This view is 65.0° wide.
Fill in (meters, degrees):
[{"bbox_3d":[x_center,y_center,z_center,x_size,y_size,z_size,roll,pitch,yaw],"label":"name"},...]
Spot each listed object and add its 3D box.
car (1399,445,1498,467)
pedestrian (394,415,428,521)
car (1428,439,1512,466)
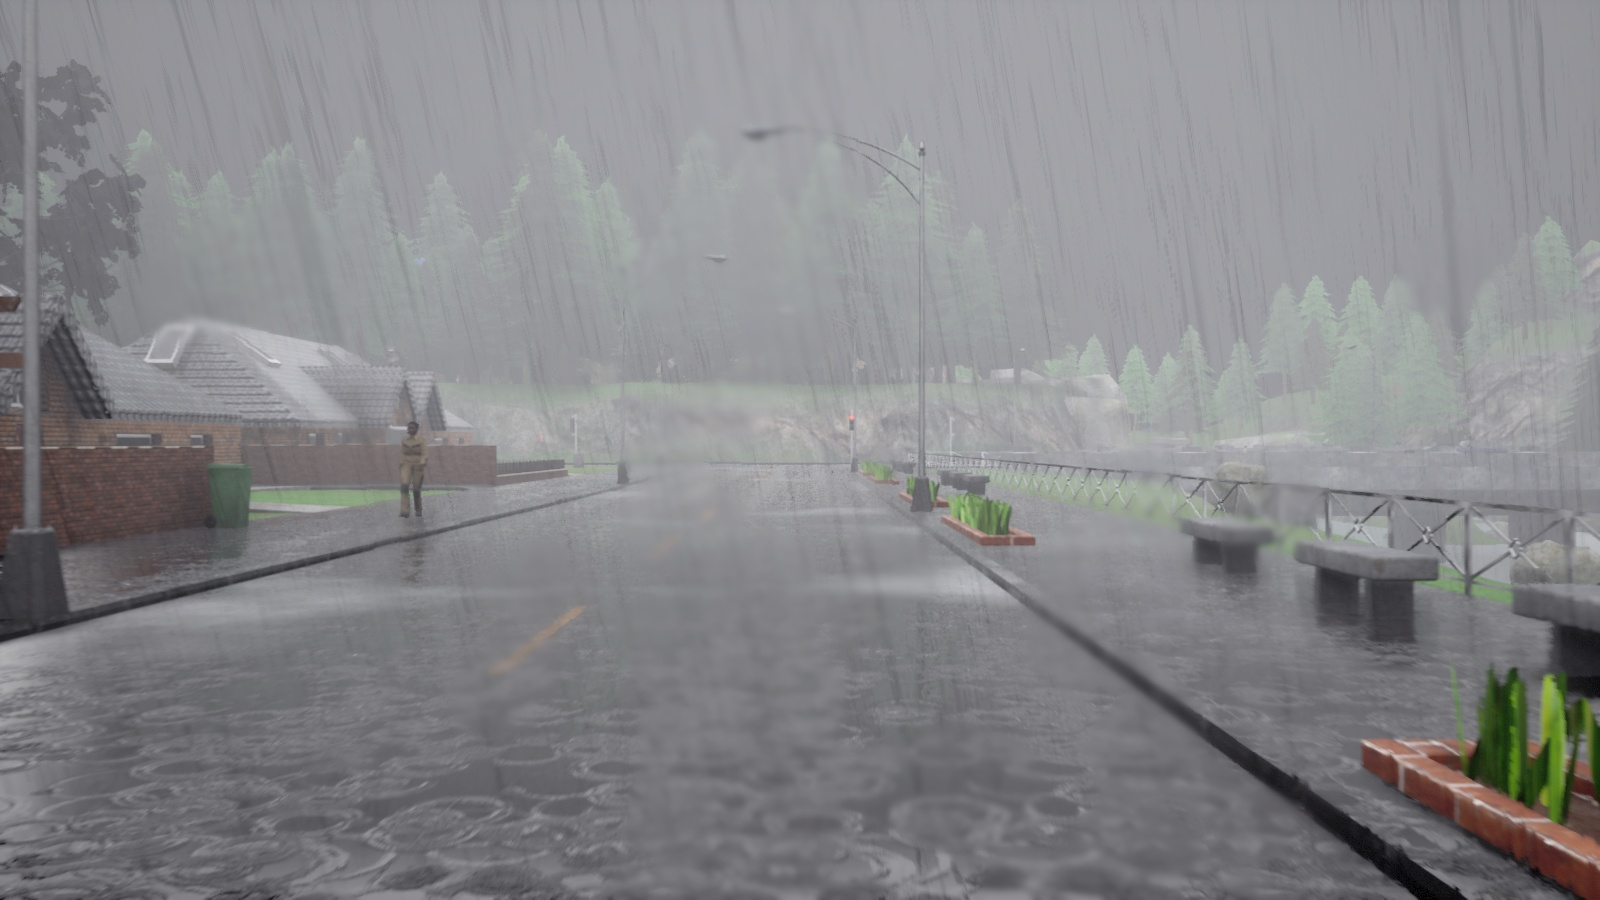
[{"bbox_3d":[41.924,0.370,81.283,5.357,1.411,2.033,0,0,0],"label":"car"},{"bbox_3d":[-7.162,0.320,23.127,0.396,1.930,0.692,0,0,1],"label":"pedestrian"},{"bbox_3d":[45.445,0.161,85.261,4.553,1.767,2.097,0,0,1],"label":"car"}]
